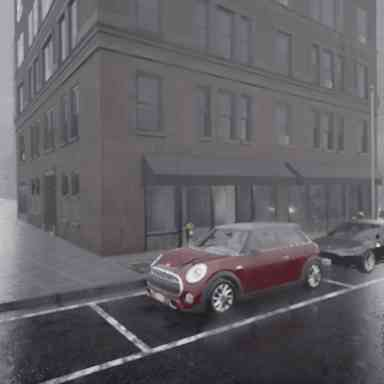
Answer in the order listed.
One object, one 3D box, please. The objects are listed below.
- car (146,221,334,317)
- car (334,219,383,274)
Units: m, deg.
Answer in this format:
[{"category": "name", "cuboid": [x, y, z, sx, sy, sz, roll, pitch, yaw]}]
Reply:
[{"category": "car", "cuboid": [1.020, 1.440, 7.383, 4.097, 1.590, 1.967, 0, -1, -35]}, {"category": "car", "cuboid": [5.507, 1.566, 10.573, 4.313, 1.339, 1.947, 0, -1, -35]}]
